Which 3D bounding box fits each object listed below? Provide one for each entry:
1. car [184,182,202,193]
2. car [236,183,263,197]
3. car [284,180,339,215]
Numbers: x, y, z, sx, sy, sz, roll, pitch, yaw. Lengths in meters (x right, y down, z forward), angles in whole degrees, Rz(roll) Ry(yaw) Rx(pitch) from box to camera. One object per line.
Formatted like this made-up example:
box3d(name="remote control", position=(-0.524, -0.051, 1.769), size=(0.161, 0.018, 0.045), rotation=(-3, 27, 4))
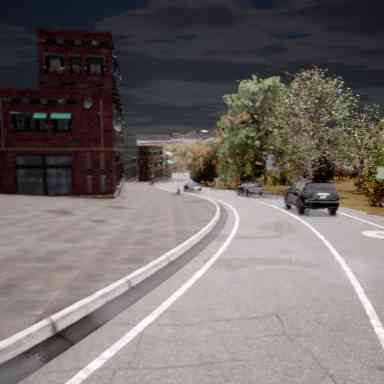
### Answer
box3d(name="car", position=(0.024, -0.767, 50.436), size=(2.128, 1.511, 4.902), rotation=(-2, 3, -15))
box3d(name="car", position=(6.417, -0.281, 37.663), size=(2.128, 1.511, 4.902), rotation=(-1, 3, -10))
box3d(name="car", position=(7.514, 0.242, 21.300), size=(2.150, 2.045, 5.566), rotation=(1, 3, 3))
